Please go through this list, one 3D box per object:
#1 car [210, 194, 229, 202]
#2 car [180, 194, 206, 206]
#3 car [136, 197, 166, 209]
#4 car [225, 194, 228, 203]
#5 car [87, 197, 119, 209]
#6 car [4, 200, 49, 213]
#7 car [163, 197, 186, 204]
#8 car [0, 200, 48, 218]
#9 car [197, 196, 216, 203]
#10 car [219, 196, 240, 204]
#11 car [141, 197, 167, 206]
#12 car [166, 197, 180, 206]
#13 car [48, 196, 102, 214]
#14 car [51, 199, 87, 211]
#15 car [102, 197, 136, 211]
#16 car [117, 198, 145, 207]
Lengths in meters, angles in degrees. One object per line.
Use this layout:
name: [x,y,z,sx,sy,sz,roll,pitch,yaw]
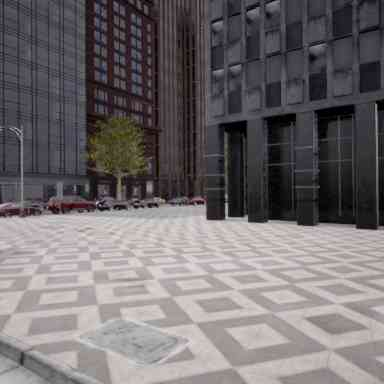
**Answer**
car: [6.361,1.298,75.956,2.192,1.841,5.009,-1,0,35]
car: [0.595,1.464,52.534,1.887,1.381,4.507,-1,0,35]
car: [-5.797,1.510,43.242,1.947,1.339,4.313,-1,0,35]
car: [3.790,1.224,57.181,2.192,1.841,5.009,-1,0,35]
car: [-12.818,1.486,48.079,1.967,1.590,4.097,-1,0,35]
car: [-19.209,1.644,38.787,1.947,1.339,4.313,-1,0,35]
car: [-3.227,1.576,62.017,1.947,1.339,4.313,-1,0,35]
car: [-15.385,1.577,29.307,1.802,1.307,4.206,-1,0,35]
car: [3.166,1.537,71.309,1.887,1.381,4.507,-1,0,35]
car: [6.988,1.465,61.824,1.947,1.339,4.313,-1,0,35]
car: [-6.520,1.546,57.230,1.752,1.417,4.829,-1,0,35]
car: [-1.647,1.498,53.893,2.033,1.411,5.357,-1,0,35]
car: [-12.191,1.291,33.954,2.192,1.841,5.009,-1,0,35]
car: [-16.013,1.643,43.433,1.802,1.307,4.206,-1,0,35]
car: [-8.993,1.526,38.598,1.947,1.339,4.313,-1,0,35]
car: [-9.620,1.614,52.725,1.802,1.307,4.206,-1,0,35]
